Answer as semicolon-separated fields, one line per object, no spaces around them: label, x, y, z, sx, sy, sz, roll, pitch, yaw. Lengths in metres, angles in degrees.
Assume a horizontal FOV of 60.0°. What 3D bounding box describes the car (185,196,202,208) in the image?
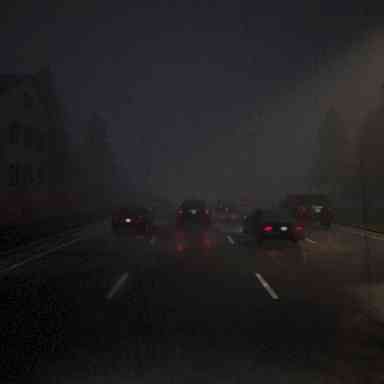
car;0.180;1.272;44.471;2.128;1.511;4.902;0;0;1

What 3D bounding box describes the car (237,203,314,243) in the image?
car;3.602;1.470;15.514;2.033;1.411;5.357;0;0;0

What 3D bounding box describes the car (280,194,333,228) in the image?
car;7.104;1.116;21.474;2.150;2.045;5.566;0;1;0

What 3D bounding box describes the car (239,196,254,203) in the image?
car;7.187;1.254;45.065;1.882;1.535;5.008;0;1;1

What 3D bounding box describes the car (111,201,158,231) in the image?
car;-3.397;1.467;19.703;1.994;1.385;4.181;0;0;0

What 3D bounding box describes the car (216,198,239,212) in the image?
car;3.594;1.421;36.235;1.895;1.301;4.718;0;0;0

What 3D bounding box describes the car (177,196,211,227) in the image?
car;0.104;1.242;22.008;2.097;1.767;4.553;0;0;0

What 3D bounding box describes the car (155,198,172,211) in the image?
car;-3.391;1.361;37.804;2.033;1.411;5.357;0;0;0
